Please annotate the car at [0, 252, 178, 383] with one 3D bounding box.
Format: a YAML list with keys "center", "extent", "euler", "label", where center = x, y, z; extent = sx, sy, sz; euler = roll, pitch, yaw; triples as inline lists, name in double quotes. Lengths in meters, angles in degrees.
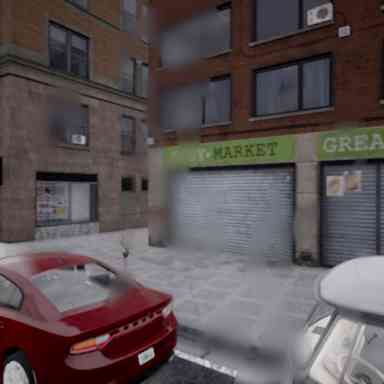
- center: [-2.282, 1.539, 4.701]
  extent: [4.507, 1.381, 1.887]
  euler: [0, 0, 35]
  label: "car"

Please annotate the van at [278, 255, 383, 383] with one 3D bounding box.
- center: [2.329, 1.343, 1.417]
  extent: [3.998, 1.788, 1.690]
  euler: [0, 0, 35]
  label: "van"
